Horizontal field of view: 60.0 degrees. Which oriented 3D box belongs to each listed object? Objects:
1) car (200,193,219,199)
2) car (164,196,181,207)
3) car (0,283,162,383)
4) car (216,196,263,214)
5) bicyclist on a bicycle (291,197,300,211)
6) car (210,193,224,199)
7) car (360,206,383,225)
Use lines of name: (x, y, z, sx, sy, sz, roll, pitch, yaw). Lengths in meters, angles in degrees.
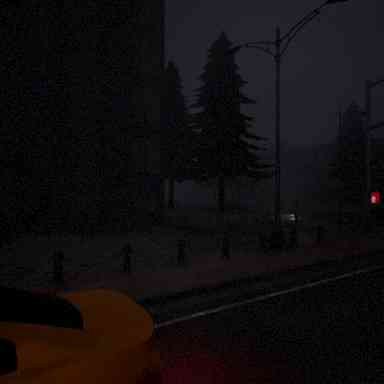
car: (5.074, 1.150, 92.407, 1.932, 1.855, 4.605, 0, 0, -37)
car: (-3.666, 1.633, 50.411, 1.895, 1.301, 4.718, 0, 0, -34)
car: (-2.603, 1.477, 2.111, 5.008, 1.535, 1.882, 0, 0, -35)
car: (4.763, 1.507, 32.986, 1.882, 1.535, 5.008, 0, 0, -37)
bicyclist on a bicycle: (11.404, 1.335, 36.605, 1.656, 1.620, 0.582, 0, 0, -37)
car: (7.161, 1.131, 94.470, 1.905, 1.878, 3.866, 0, 0, -37)
car: (13.134, 1.594, 21.409, 1.994, 1.385, 4.181, 0, 0, -32)
